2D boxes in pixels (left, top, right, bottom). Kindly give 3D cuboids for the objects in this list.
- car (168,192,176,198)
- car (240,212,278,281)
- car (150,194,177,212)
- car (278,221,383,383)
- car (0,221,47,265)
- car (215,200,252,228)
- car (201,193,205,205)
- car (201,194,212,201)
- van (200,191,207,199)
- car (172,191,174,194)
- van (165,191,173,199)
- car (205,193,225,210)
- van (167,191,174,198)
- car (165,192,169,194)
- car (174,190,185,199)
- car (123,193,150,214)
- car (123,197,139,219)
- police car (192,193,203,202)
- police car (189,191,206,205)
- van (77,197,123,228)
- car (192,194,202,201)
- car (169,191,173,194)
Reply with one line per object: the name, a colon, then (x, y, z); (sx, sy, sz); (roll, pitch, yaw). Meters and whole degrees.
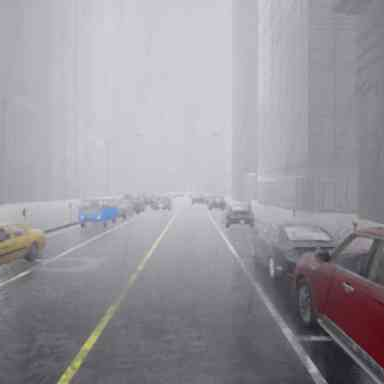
car: (-5.662, 0.800, 94.029); (1.967, 1.590, 4.097); (0, 0, 0)
car: (2.770, 1.481, 9.418); (2.008, 1.369, 4.403); (0, 0, 0)
car: (-3.056, 1.242, 35.443); (2.128, 1.511, 4.902); (0, 0, 0)
car: (2.763, 1.286, 3.776); (2.192, 1.841, 5.009); (0, 0, 0)
car: (-5.755, 1.457, 9.251); (1.752, 1.417, 4.829); (0, 0, 0)
car: (2.783, 1.401, 20.699); (2.008, 1.369, 4.403); (0, 0, 0)
car: (2.814, 1.227, 48.900); (1.947, 1.339, 4.313); (0, 0, 0)
car: (2.832, 1.093, 65.822); (1.887, 1.381, 4.507); (0, 0, 0)
van: (2.851, 0.776, 82.742); (1.690, 1.788, 3.998); (0, 0, 0)
car: (-5.680, 0.999, 76.938); (1.752, 1.417, 4.829); (0, 0, 0)
van: (-5.675, 0.776, 82.747); (1.690, 1.788, 3.998); (0, 0, 0)
car: (2.801, 1.176, 37.619); (1.967, 1.590, 4.097); (0, 0, 0)
van: (-5.668, 0.738, 88.388); (1.690, 1.788, 3.998); (0, 0, 0)
car: (-5.699, 1.152, 60.186); (1.947, 1.339, 4.313); (0, 0, 0)
car: (-2.914, 0.502, 77.907); (2.150, 2.045, 5.566); (0, 0, 0)
car: (-5.731, 1.089, 31.981); (2.192, 1.841, 5.009); (0, 0, 0)
car: (-5.736, 1.363, 26.342); (2.008, 1.369, 4.403); (0, 0, 0)
police car: (0.968, 1.003, 61.396); (1.930, 1.638, 5.238); (0, 0, 0)
police car: (0.900, 1.069, 51.387); (1.930, 1.638, 5.238); (0, 0, -1)
van: (-5.743, 1.192, 20.701); (1.690, 1.788, 3.998); (0, 0, 0)
car: (0.975, 1.064, 67.287); (1.812, 1.442, 4.674); (0, 0, 0)
car: (-5.686, 1.061, 71.467); (2.008, 1.369, 4.403); (0, 0, 0)
